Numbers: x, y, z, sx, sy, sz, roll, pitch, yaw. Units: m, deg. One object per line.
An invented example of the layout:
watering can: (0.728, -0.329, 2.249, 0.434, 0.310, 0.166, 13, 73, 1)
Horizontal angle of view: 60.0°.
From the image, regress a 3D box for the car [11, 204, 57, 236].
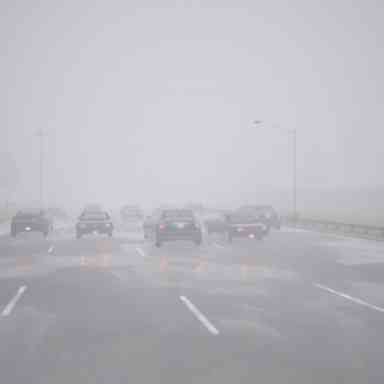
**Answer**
car: (-9.423, 1.712, 19.887, 1.837, 1.490, 4.892, 0, -1, -18)

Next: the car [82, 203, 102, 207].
car: (-10.448, 1.841, 34.833, 1.882, 1.535, 5.008, 0, -1, -17)

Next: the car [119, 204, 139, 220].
car: (-5.820, 1.877, 31.655, 2.033, 1.411, 5.357, 0, -1, -17)

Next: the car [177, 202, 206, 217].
car: (-0.122, 1.883, 36.962, 1.837, 1.490, 4.892, 0, -2, -17)

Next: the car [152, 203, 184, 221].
car: (-2.476, 1.886, 32.689, 2.033, 1.411, 5.357, 0, -1, -17)

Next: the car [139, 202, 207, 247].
car: (-1.102, 1.522, 16.385, 2.097, 1.767, 4.553, 0, -1, -17)

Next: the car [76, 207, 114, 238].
car: (-5.662, 1.803, 19.351, 1.895, 1.301, 4.718, 0, -1, -17)

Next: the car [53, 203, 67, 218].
car: (-13.766, 1.879, 33.706, 1.812, 1.442, 4.674, 0, -1, -17)

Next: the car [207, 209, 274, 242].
car: (2.155, 1.784, 17.706, 1.895, 1.301, 4.718, 0, -1, -17)

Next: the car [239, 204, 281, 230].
car: (4.190, 1.591, 23.039, 2.097, 1.767, 4.553, 0, 0, -17)
